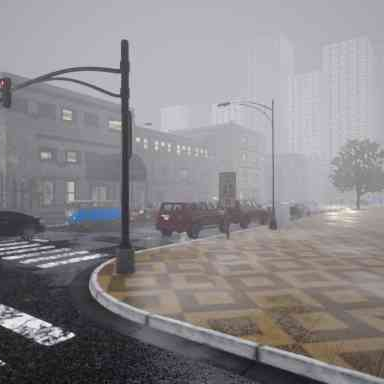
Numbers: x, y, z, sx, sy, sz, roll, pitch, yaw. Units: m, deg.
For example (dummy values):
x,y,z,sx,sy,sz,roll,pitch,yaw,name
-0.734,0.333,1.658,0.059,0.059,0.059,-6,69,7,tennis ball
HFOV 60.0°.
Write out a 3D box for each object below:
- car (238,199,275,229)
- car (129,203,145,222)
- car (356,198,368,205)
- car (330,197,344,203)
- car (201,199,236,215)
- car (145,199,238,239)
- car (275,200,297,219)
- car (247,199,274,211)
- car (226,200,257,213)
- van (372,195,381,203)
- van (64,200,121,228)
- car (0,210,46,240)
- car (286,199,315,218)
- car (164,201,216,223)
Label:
x,y,z,sx,sy,sz,roll,pitch,yaw,name
3.365,1.368,22.284,2.192,1.841,5.009,-1,-1,35,car
-3.470,1.531,27.130,1.967,1.590,4.097,-1,-1,35,car
32.137,1.801,62.828,2.008,1.369,4.403,-1,-1,35,car
34.892,1.915,81.191,2.008,1.369,4.403,-1,-1,35,car
2.924,1.570,36.141,1.967,1.590,4.097,-1,-1,35,car
0.169,1.350,17.779,2.192,1.841,5.009,-1,-1,35,car
6.563,1.616,26.787,1.887,1.381,4.507,-1,-1,35,car
9.318,1.722,45.150,2.008,1.369,4.403,-1,-1,35,car
6.120,1.701,40.644,2.008,1.369,4.403,-1,-1,35,car
44.923,1.693,80.851,1.690,1.788,3.998,-1,-1,35,van
-6.667,1.414,22.626,1.690,1.788,3.998,-1,0,35,van
-9.269,1.566,15.426,1.812,1.442,4.674,0,0,43,car
9.760,1.657,31.292,1.947,1.339,4.313,-1,-1,35,car
-0.054,1.591,27.458,1.837,1.490,4.892,0,0,35,car
